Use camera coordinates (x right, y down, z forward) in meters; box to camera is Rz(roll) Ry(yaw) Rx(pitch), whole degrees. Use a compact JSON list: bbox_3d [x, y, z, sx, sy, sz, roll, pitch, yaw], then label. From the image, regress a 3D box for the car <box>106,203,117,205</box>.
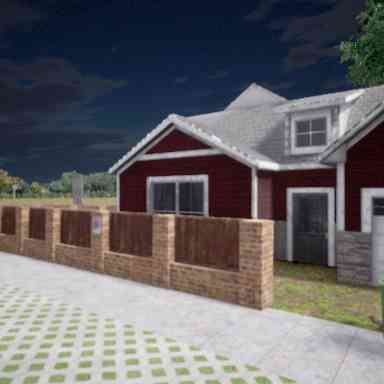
[{"bbox_3d":[-6.955,1.699,30.365,2.033,1.411,5.357,0,-1,35],"label":"car"}]
